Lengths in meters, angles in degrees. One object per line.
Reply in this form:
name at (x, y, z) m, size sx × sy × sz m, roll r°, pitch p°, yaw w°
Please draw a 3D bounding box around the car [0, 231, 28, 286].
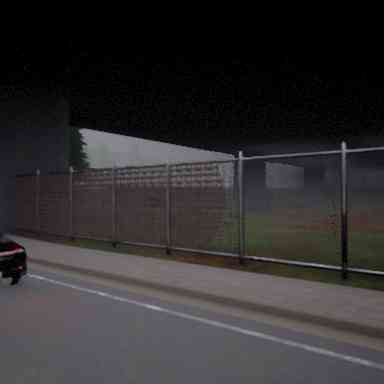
car at (-6.061, 1.562, 8.404) m, size 4.902 × 1.511 × 2.128 m, roll -1°, pitch 0°, yaw 37°
